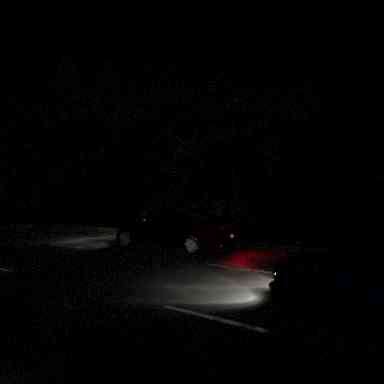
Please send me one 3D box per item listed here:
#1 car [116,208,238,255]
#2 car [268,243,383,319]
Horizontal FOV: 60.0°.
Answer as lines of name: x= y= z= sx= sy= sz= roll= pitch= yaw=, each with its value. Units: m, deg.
car: x=-0.729 y=1.368 z=12.803 sx=5.008 sy=1.535 sz=1.882 roll=0 pitch=0 yaw=32
car: x=4.085 y=1.469 z=5.509 sx=5.357 sy=1.411 sz=2.033 roll=0 pitch=1 yaw=35
